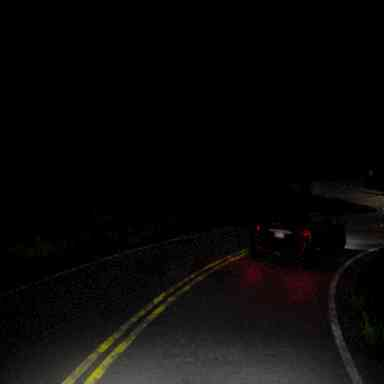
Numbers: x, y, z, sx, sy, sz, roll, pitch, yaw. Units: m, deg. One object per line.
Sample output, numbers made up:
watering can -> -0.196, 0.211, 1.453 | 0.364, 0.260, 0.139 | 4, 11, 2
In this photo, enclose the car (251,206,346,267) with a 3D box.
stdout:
car -> 3.971, 1.326, 11.910 | 2.097, 1.767, 4.553 | 4, 3, 37
